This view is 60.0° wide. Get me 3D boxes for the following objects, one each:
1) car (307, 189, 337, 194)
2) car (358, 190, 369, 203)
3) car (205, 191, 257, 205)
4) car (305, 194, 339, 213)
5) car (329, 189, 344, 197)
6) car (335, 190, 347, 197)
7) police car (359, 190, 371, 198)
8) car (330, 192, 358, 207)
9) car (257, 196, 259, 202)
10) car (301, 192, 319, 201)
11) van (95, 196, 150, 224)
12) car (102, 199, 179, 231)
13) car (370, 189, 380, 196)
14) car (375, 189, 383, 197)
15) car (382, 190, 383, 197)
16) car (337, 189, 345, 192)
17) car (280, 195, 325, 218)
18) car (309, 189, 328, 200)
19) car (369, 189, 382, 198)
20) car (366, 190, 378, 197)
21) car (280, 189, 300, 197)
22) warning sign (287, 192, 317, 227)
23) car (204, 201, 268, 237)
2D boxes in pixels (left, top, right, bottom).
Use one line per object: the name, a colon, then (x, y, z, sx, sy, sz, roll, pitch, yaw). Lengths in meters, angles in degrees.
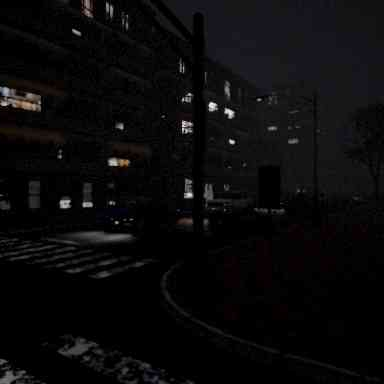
car: (16.495, 0.785, 42.214, 2.097, 1.767, 4.553, 0, 1, 35)
car: (24.672, 0.801, 49.399, 1.752, 1.417, 4.829, 1, 1, 35)
car: (3.226, 0.935, 28.513, 2.150, 2.045, 5.566, 0, 1, 34)
car: (11.932, 1.155, 30.918, 2.008, 1.369, 4.403, 1, 1, 35)
car: (33.481, 0.201, 76.937, 2.192, 1.841, 5.009, 1, 1, 35)
car: (36.641, 0.351, 81.527, 1.887, 1.381, 4.507, 1, 1, 35)
police car: (36.569, 0.357, 70.211, 1.930, 1.638, 5.238, 0, 1, 32)
car: (18.254, 0.991, 40.089, 2.008, 1.369, 4.403, 1, 1, 35)
car: (8.194, 1.099, 40.262, 1.947, 1.339, 4.313, 1, 1, 35)
car: (20.741, 0.736, 58.461, 1.752, 1.417, 4.829, 1, 1, 35)
van: (-4.448, 1.203, 21.917, 1.690, 1.788, 3.998, 1, 1, 35)
car: (-2.692, 1.373, 19.928, 1.837, 1.490, 4.892, 0, 1, 35)
car: (45.880, 0.156, 83.338, 1.801, 1.575, 5.366, 0, 1, 35)
car: (43.540, 0.235, 76.768, 1.967, 1.590, 4.097, 1, 1, 35)
car: (37.218, 0.506, 67.599, 2.008, 1.369, 4.403, 1, 1, 35)
car: (22.158, 0.778, 50.512, 2.128, 1.511, 4.902, 0, 1, 35)
car: (8.771, 1.231, 26.333, 1.887, 1.381, 4.507, 1, 1, 35)
car: (24.000, 0.442, 63.183, 2.192, 1.841, 5.009, 1, 1, 35)
car: (34.058, 0.587, 63.016, 2.008, 1.369, 4.403, 1, 1, 35)
car: (42.459, 0.243, 78.409, 1.801, 1.575, 5.366, 0, 1, 35)
car: (10.552, 0.743, 39.103, 2.150, 2.045, 5.566, 0, 1, 35)
warning sign: (6.061, 0.920, 18.260, 1.300, 1.860, 1.060, -1, -1, 35)
car: (2.450, 1.417, 17.164, 1.947, 1.339, 4.313, 1, 1, 35)
